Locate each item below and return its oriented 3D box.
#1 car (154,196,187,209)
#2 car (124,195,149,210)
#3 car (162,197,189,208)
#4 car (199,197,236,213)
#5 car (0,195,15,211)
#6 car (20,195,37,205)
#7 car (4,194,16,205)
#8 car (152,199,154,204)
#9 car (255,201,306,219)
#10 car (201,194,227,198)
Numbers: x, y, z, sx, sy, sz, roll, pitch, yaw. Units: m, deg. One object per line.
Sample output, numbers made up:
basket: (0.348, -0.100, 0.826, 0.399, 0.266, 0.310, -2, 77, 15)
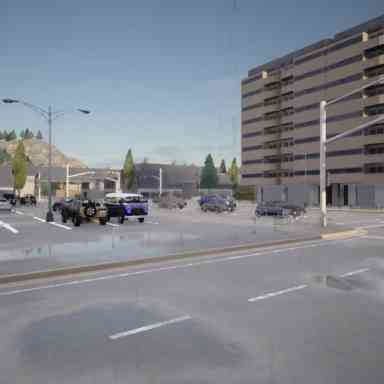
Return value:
car: (-2.938, 1.619, 45.207, 1.994, 1.385, 4.181, 0, 0, -35)
car: (-8.710, 1.656, 53.387, 1.895, 1.301, 4.718, 0, 0, -35)
car: (-2.635, 1.560, 50.838, 1.837, 1.490, 4.892, 0, 0, -35)
car: (2.832, 1.619, 37.091, 1.994, 1.385, 4.181, 0, 0, -35)
car: (-21.807, 1.451, 37.892, 1.970, 1.475, 3.806, 0, 0, -35)
car: (-27.275, 1.209, 55.347, 1.932, 1.855, 4.605, 0, 0, -35)
car: (-29.671, 1.212, 53.722, 1.905, 1.878, 3.866, 0, 0, -35)
car: (-5.729, 1.547, 61.543, 2.128, 1.511, 4.902, 0, 0, -35)
car: (7.700, 1.619, 30.239, 1.994, 1.385, 4.181, 0, 0, -35)
car: (3.201, 1.277, 42.606, 2.150, 2.045, 5.566, 0, 0, -35)
